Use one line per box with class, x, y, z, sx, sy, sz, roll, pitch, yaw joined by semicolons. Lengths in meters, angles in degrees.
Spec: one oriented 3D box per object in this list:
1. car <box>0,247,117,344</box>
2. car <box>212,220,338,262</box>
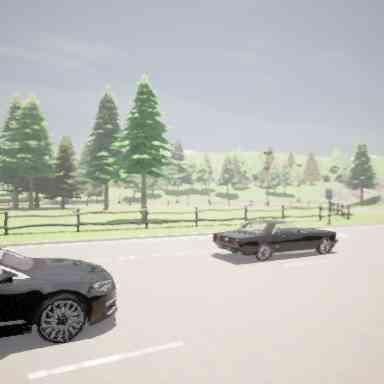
car;-3.663;1.520;5.102;4.902;1.511;2.128;0;-1;-27
car;3.227;1.717;12.555;4.718;1.301;1.895;0;-1;-27
